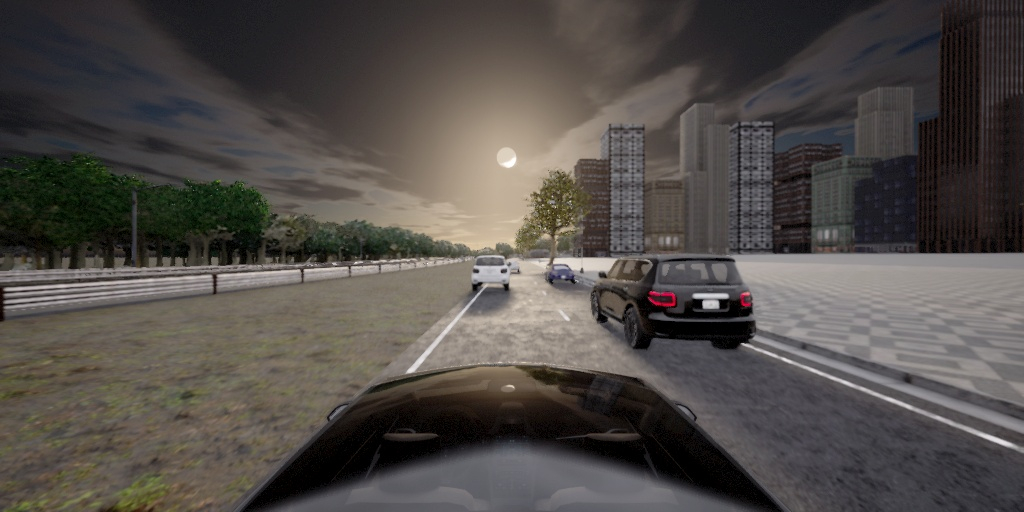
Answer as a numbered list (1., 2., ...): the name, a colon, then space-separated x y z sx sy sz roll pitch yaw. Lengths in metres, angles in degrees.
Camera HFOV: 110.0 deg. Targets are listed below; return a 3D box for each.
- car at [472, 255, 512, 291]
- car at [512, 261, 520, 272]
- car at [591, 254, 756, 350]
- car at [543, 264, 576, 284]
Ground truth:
1. car: -1.227 0.986 22.375 2.150 2.045 5.566 0 0 0
2. car: 0.063 1.338 47.573 1.812 1.442 4.674 0 0 0
3. car: 3.600 0.971 9.174 2.150 2.045 5.566 0 0 0
4. car: 3.599 1.294 27.291 1.812 1.442 4.674 0 0 0
